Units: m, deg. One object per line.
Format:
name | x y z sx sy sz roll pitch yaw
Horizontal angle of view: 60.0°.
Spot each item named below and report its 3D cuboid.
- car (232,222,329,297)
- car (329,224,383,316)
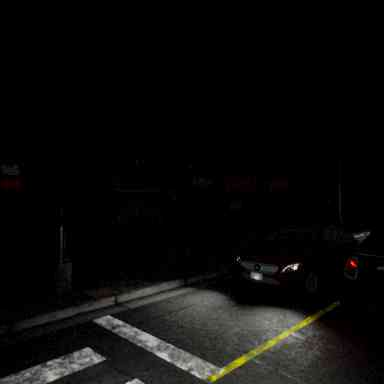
car | 2.986 1.570 8.920 1.812 1.442 4.674 0 -1 43
car | 4.772 1.378 6.673 2.097 1.767 4.553 -1 -1 45
